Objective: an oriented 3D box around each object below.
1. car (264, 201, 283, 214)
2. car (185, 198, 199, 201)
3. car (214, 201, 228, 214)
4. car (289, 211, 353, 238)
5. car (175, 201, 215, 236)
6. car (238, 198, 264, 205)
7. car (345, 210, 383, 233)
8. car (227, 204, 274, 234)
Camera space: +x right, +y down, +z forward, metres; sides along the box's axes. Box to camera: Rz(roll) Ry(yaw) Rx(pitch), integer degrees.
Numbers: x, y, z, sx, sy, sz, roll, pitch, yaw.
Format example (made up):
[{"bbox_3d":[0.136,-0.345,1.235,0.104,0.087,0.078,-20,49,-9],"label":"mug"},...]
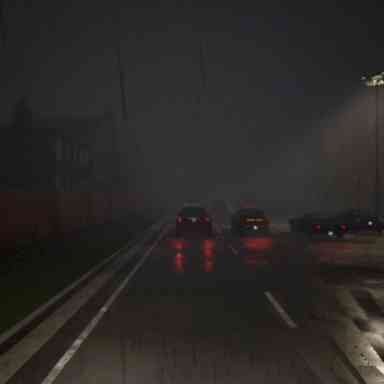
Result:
[{"bbox_3d":[10.546,1.938,44.044,2.097,1.767,4.553,0,-1,0],"label":"car"},{"bbox_3d":[0.029,1.785,42.193,2.150,2.045,5.566,0,0,1],"label":"car"},{"bbox_3d":[3.544,1.933,43.717,2.097,1.767,4.553,0,-1,0],"label":"car"},{"bbox_3d":[7.096,1.858,19.239,1.895,1.301,4.718,0,-1,0],"label":"car"},{"bbox_3d":[0.096,1.628,20.665,2.097,1.767,4.553,0,-1,0],"label":"car"},{"bbox_3d":[7.020,1.772,41.195,2.150,2.045,5.566,0,0,0],"label":"car"},{"bbox_3d":[10.596,1.856,21.791,1.994,1.385,4.181,0,-1,0],"label":"car"},{"bbox_3d":[3.595,1.790,21.249,1.837,1.490,4.892,0,0,0],"label":"car"}]
